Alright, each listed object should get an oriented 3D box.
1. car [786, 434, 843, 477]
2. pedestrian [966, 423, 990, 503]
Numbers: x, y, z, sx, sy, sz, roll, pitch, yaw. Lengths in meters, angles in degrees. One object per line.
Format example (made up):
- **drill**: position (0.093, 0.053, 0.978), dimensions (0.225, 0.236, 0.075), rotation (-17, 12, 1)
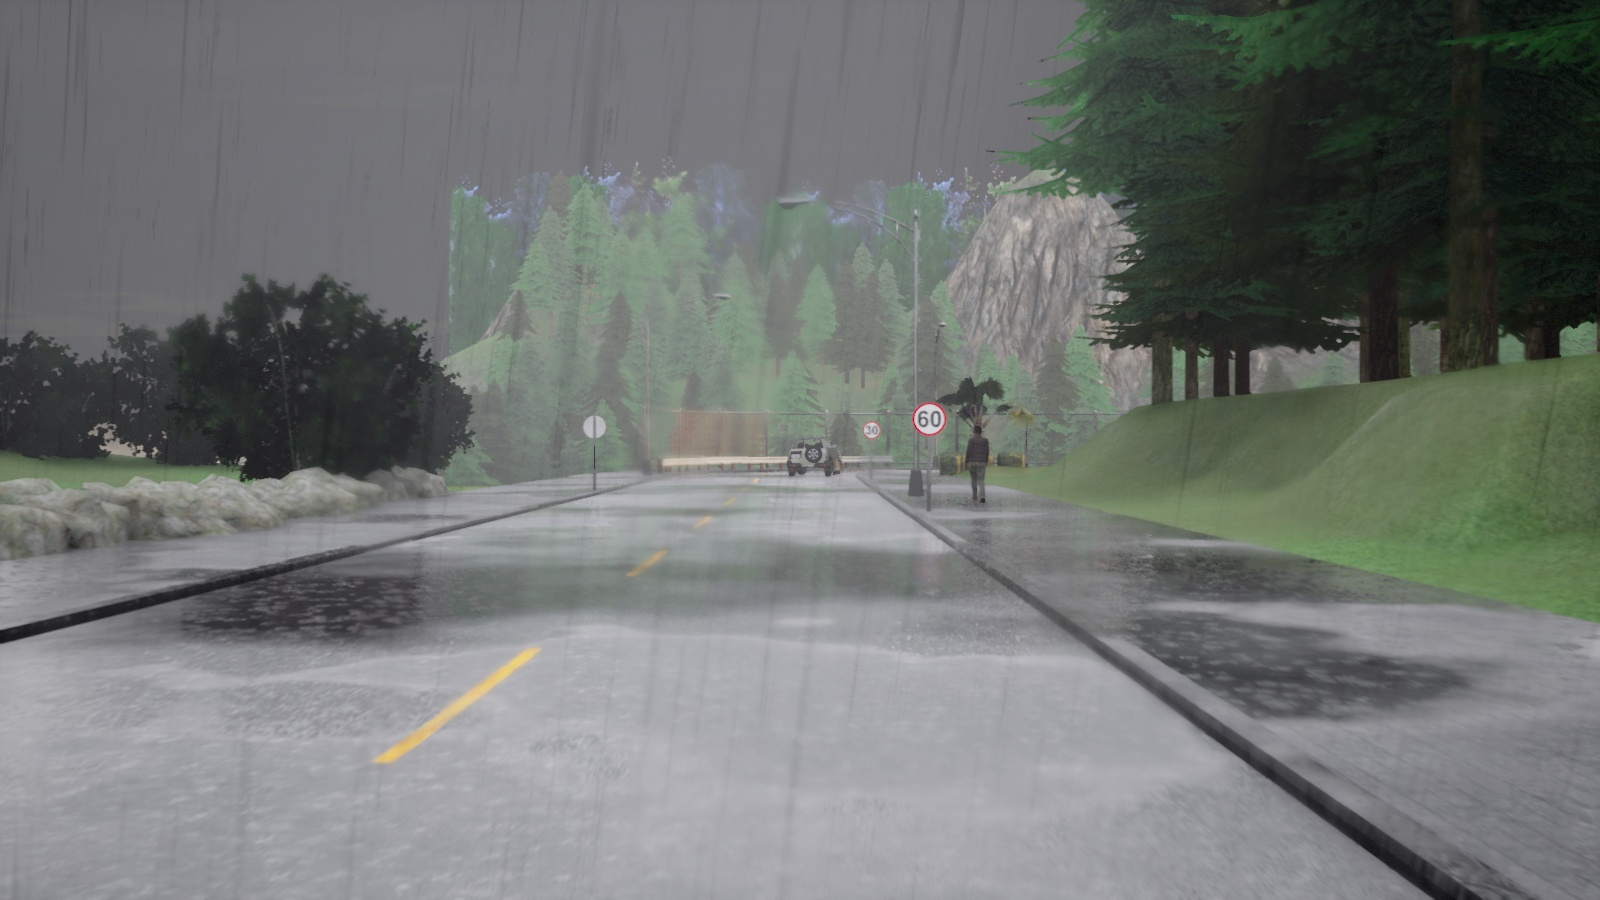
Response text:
- **car**: position (0.707, 0.243, 57.116), dimensions (1.932, 1.855, 4.605), rotation (-1, 0, 9)
- **pedestrian**: position (4.156, 0.295, 29.308), dimensions (0.431, 1.840, 0.703), rotation (0, 0, -3)
